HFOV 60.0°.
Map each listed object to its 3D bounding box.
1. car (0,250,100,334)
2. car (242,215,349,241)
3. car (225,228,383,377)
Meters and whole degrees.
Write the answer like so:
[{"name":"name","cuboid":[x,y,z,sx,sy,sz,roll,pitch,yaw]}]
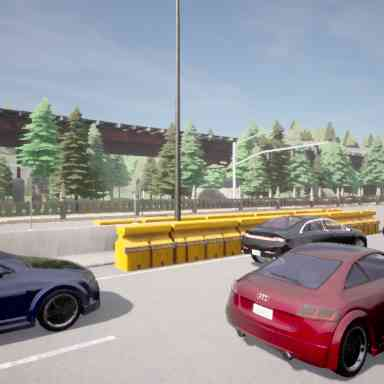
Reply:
[{"name":"car","cuboid":[-3.684,1.564,5.415,4.181,1.385,1.994,0,0,-36]},{"name":"car","cuboid":[3.773,1.491,10.750,4.902,1.511,2.128,0,0,-36]},{"name":"car","cuboid":[2.583,1.564,5.603,4.181,1.385,1.994,0,0,-35]}]
